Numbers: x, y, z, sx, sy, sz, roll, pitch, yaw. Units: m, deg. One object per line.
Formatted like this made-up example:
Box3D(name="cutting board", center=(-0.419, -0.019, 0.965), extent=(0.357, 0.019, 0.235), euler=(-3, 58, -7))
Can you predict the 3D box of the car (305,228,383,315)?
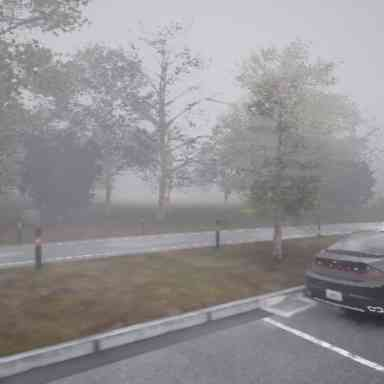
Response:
Box3D(name="car", center=(4.496, 1.493, 6.976), extent=(4.892, 1.521, 2.231), euler=(0, -3, -31))
